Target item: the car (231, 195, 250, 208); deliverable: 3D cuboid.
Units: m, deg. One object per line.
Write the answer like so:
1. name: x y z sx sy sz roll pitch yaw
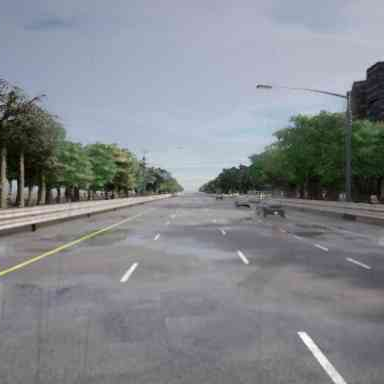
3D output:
1. car: 7.059 1.549 47.842 2.033 1.411 5.357 0 0 0

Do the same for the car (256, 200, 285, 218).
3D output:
1. car: 7.030 1.508 30.199 1.837 1.490 4.892 0 0 0
